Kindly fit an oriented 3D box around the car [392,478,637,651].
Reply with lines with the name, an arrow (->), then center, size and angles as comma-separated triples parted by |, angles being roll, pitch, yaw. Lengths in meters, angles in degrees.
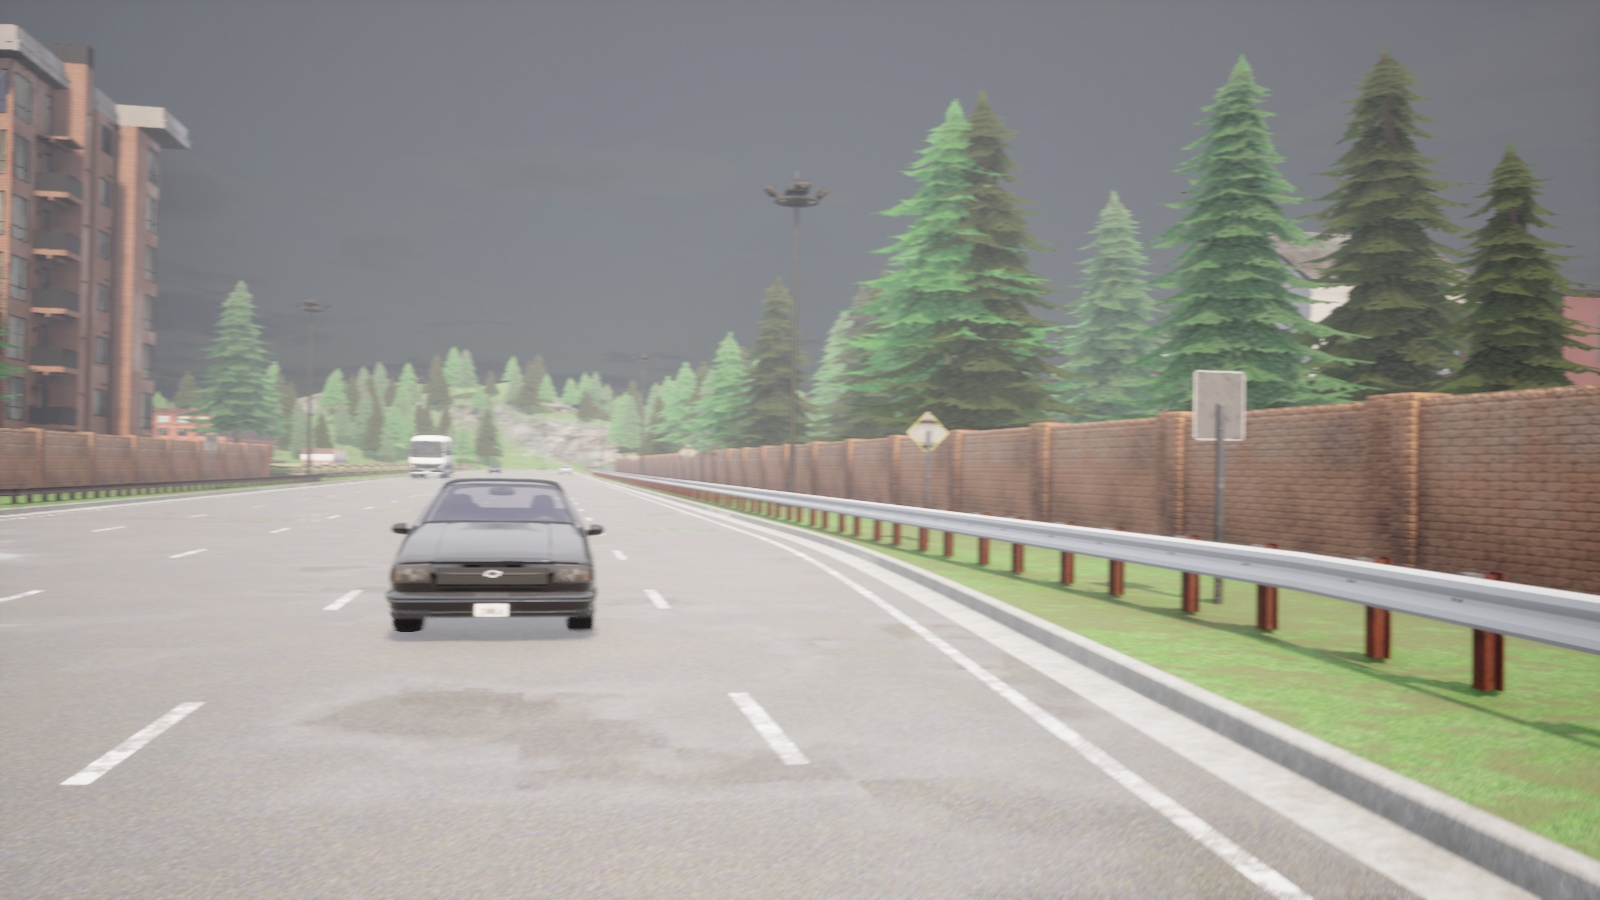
car -> -2.928, 1.033, 13.392 | 2.033, 1.411, 5.357 | 1, -1, -11
